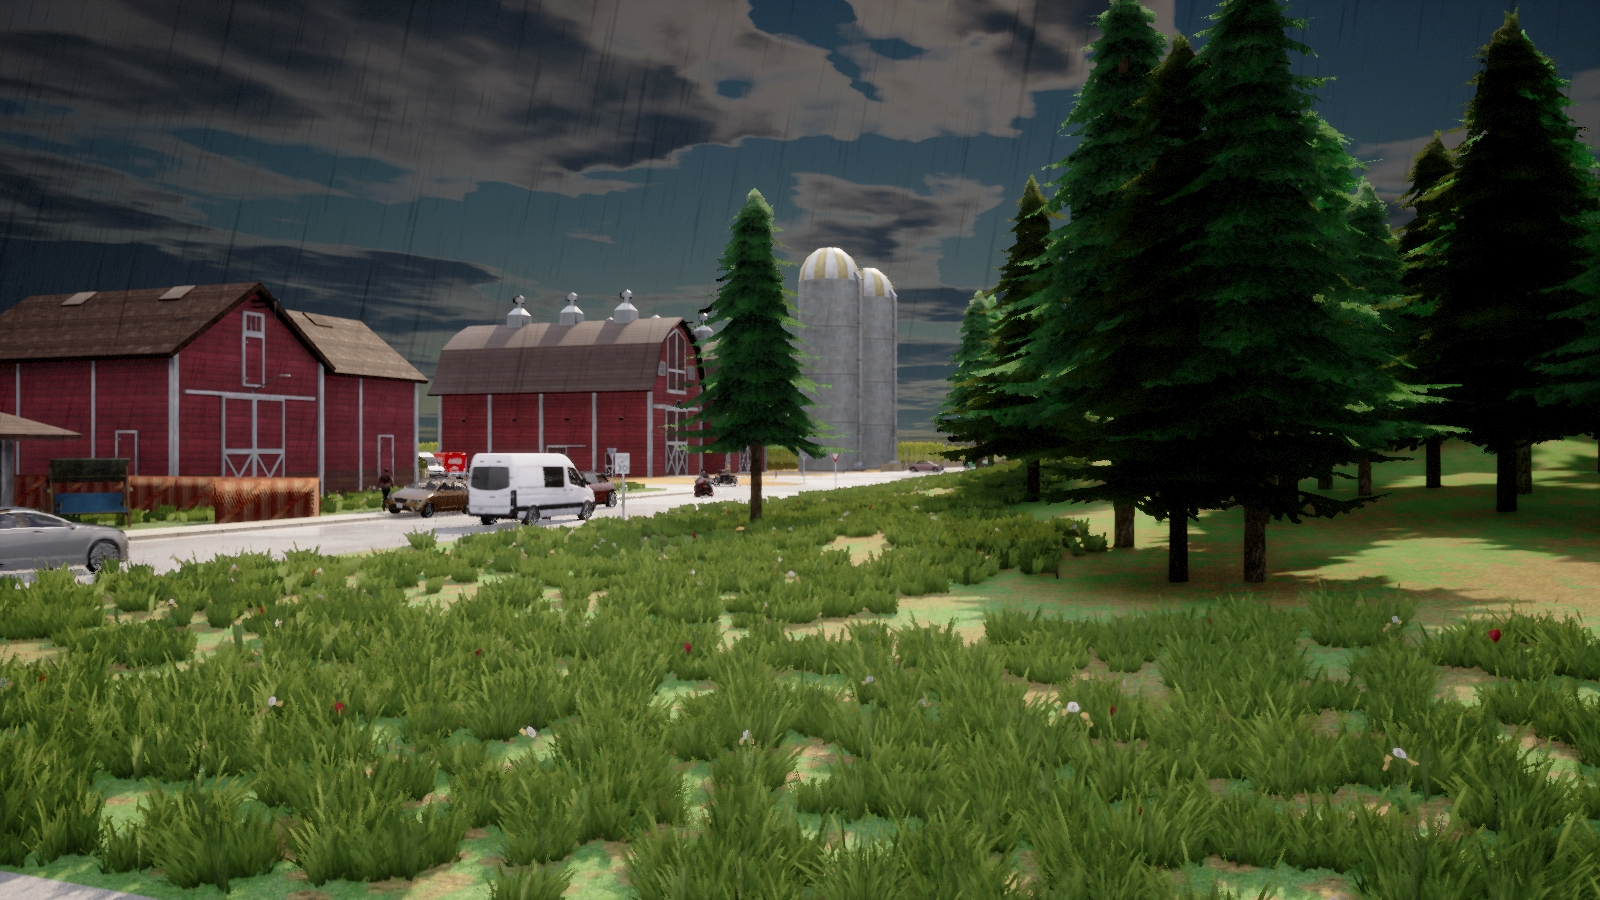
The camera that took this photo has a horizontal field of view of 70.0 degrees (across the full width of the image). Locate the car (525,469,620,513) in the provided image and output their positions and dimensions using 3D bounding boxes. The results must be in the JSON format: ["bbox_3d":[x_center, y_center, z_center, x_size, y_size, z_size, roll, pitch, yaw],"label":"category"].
[{"bbox_3d":[-10.059,1.771,50.943,2.097,1.767,4.553,0,0,20],"label":"car"}]

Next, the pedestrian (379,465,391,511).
[{"bbox_3d":[-16.895,1.561,46.542,0.375,1.860,0.375,0,0,-3],"label":"pedestrian"}]

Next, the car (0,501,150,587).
[{"bbox_3d":[-16.303,1.912,23.485,2.128,1.511,4.902,0,0,20],"label":"car"}]

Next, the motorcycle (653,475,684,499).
[{"bbox_3d":[-7.415,2.071,64.622,0.867,1.251,2.209,0,0,20],"label":"motorcycle"}]

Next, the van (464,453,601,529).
[{"bbox_3d":[-9.644,1.399,41.854,1.988,2.561,5.915,0,0,20],"label":"van"}]
